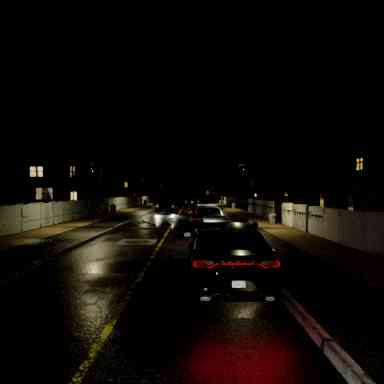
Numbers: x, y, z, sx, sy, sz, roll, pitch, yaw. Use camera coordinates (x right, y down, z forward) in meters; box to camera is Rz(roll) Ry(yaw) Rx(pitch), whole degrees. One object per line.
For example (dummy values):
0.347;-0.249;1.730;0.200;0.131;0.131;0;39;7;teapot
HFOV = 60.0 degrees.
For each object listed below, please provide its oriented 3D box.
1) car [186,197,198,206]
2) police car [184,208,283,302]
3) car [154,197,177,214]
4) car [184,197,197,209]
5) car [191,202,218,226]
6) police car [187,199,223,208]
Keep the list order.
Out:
-0.004;1.668;59.758;1.994;1.385;4.181;0;0;0;car
0.824;1.424;8.445;1.930;1.638;5.238;0;0;0;police car
-2.752;1.384;35.429;2.097;1.767;4.553;0;0;0;car
0.025;1.409;45.790;2.097;1.767;4.553;0;0;0;car
0.823;1.519;24.338;1.837;1.490;4.892;0;0;0;car
0.823;1.432;18.448;1.930;1.638;5.238;0;0;0;police car
